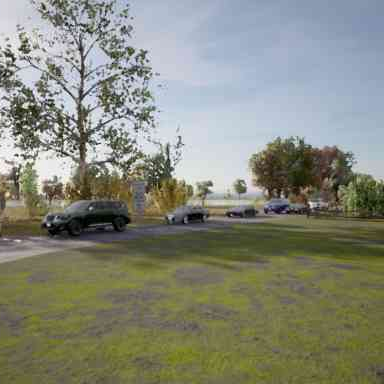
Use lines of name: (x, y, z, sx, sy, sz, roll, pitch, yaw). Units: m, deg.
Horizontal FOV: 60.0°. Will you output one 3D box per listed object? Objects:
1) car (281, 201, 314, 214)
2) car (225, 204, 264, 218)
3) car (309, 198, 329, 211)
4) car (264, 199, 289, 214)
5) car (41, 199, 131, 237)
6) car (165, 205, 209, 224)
car: (14.133, 2.214, 44.240, 2.033, 1.411, 5.357, -1, -2, 35)
car: (5.727, 2.101, 37.279, 2.033, 1.411, 5.357, -1, -2, 35)
car: (20.077, 2.048, 52.820, 2.150, 2.045, 5.566, -1, -2, 35)
car: (11.851, 1.935, 45.936, 2.150, 2.045, 5.566, -1, -2, 36)
car: (-6.193, 1.465, 20.262, 2.150, 2.045, 5.566, -1, -1, 34)
car: (-0.347, 1.886, 28.624, 2.128, 1.511, 4.902, -1, -1, 35)
